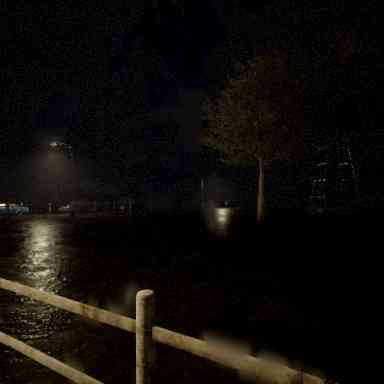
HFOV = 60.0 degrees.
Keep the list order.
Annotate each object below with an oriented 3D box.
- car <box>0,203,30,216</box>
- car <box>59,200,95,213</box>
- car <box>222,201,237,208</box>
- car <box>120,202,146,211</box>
[{"bbox_3d":[-20.707,1.951,36.325,2.033,1.411,5.357,-2,-2,35],"label":"car"},{"bbox_3d":[-15.169,1.912,44.032,2.097,1.767,4.553,-2,-2,36],"label":"car"},{"bbox_3d":[7.688,2.627,69.501,1.994,1.385,4.181,-2,-2,36],"label":"car"},{"bbox_3d":[-9.233,2.259,52.274,1.812,1.442,4.674,-2,-2,36],"label":"car"}]
